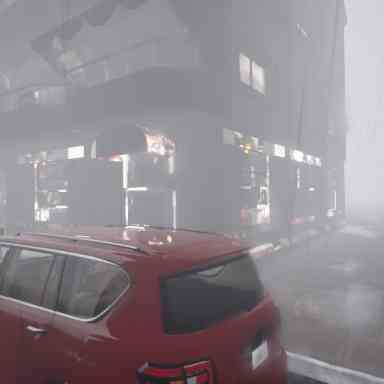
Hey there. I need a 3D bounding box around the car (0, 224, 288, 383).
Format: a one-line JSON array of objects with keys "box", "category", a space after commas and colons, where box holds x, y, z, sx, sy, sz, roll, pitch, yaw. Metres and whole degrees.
[{"box": [-1.431, 1.316, 3.903, 5.009, 1.841, 2.192, 0, -1, 35], "category": "car"}]
